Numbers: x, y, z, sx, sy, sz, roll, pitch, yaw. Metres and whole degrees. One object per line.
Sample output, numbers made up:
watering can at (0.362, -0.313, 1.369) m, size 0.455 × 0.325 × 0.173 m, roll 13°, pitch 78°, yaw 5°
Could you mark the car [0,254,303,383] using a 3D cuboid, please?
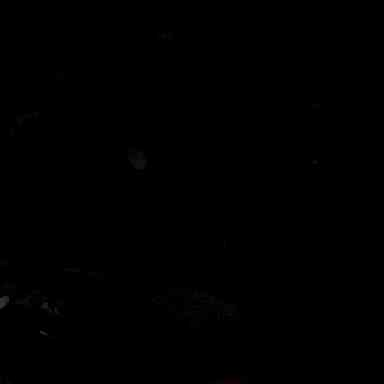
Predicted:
car at (-1.102, 1.517, 4.015) m, size 4.674 × 1.452 × 2.002 m, roll 0°, pitch 0°, yaw 35°
